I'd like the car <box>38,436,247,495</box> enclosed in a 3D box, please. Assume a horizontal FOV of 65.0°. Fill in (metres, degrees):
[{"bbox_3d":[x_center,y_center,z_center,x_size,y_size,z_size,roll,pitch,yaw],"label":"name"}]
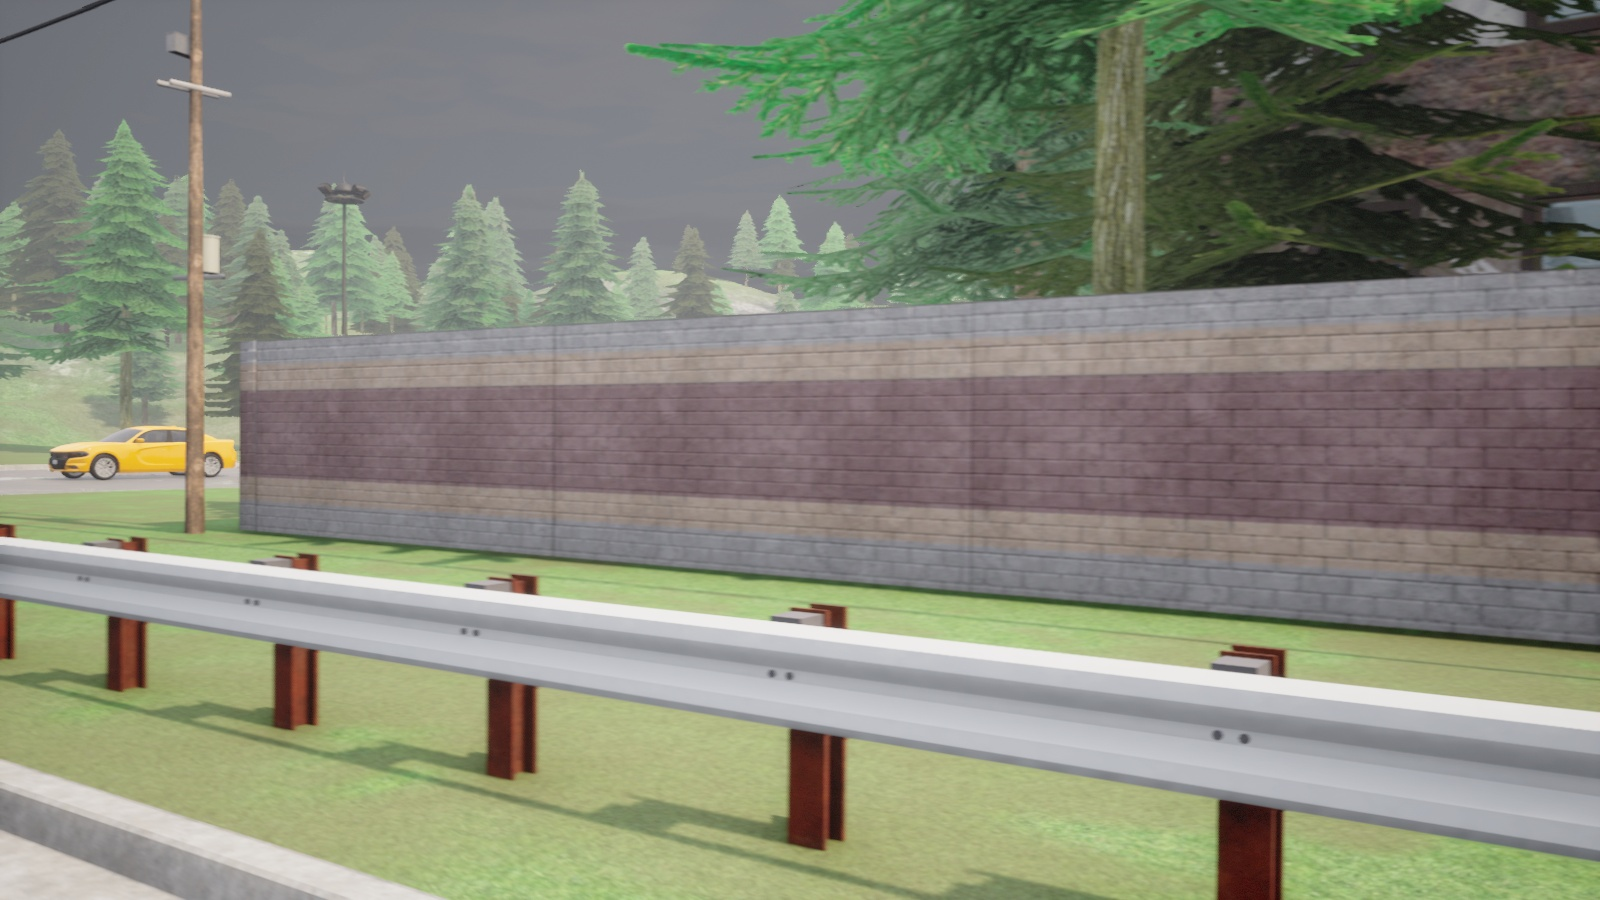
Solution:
[{"bbox_3d":[-18.821,0.386,36.202,1.882,1.535,5.008,0,1,34],"label":"car"}]
